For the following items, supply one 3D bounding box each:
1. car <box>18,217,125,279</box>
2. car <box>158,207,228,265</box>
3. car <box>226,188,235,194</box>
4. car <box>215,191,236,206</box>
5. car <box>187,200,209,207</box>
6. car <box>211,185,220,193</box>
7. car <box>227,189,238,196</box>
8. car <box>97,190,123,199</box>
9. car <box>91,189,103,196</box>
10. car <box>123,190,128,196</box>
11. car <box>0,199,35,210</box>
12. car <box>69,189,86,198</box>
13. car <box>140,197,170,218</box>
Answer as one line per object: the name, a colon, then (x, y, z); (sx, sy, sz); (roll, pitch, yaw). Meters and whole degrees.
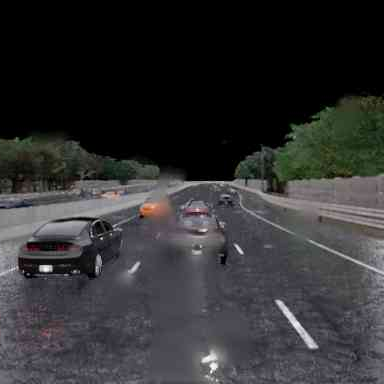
car: (-3.334, 1.504, 10.058); (1.837, 1.490, 4.892); (0, 0, 0)
car: (0.183, 1.488, 11.713); (2.128, 1.511, 4.902); (0, 0, 1)
car: (9.859, -0.198, 84.354); (1.994, 1.385, 4.181); (0, 2, 3)
car: (4.397, 1.002, 44.387); (1.837, 1.490, 4.892); (0, 1, 2)
car: (0.513, 1.399, 29.354); (1.994, 1.385, 4.181); (0, 1, 1)
car: (6.762, -0.512, 92.288); (2.033, 1.411, 5.357); (0, 2, 3)
car: (9.214, 0.118, 74.421); (1.812, 1.442, 4.674); (0, 2, 5)
car: (-12.845, 0.801, 52.359); (1.882, 1.535, 5.008); (0, 1, 3)
car: (-19.033, 0.099, 67.729); (2.128, 1.511, 4.902); (0, 2, 3)
car: (-15.291, 0.228, 72.359); (1.812, 1.442, 4.674); (0, 2, 3)
car: (-17.124, 1.400, 31.890); (1.895, 1.301, 4.718); (0, 1, 2)
car: (-22.087, 0.178, 64.310); (2.097, 1.767, 4.553); (0, 2, 0)
car: (-3.018, 1.207, 28.122); (2.097, 1.767, 4.553); (0, 1, 1)
